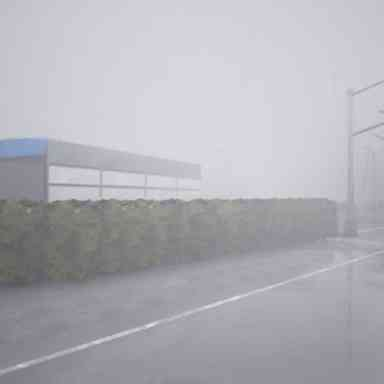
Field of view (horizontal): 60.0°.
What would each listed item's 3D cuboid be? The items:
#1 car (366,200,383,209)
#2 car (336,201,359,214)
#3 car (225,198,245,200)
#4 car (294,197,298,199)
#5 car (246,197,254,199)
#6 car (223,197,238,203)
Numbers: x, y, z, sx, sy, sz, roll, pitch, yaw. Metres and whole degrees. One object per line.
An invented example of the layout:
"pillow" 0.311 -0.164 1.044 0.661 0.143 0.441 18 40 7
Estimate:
"car" 30.253 2.077 54.856 3.806 1.475 1.970 1 -1 -42
"car" 18.409 1.833 40.191 4.514 1.523 2.007 1 -1 -42
"car" 7.413 1.999 63.889 4.514 1.523 2.007 1 -1 -42
"car" 23.196 1.938 73.401 3.866 1.878 1.905 1 -1 -42
"car" 14.643 2.082 82.915 5.027 1.636 2.152 1 -1 -42
"car" 10.112 2.191 87.471 3.806 1.475 1.970 1 -1 -42
